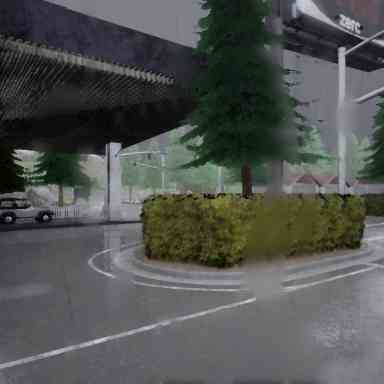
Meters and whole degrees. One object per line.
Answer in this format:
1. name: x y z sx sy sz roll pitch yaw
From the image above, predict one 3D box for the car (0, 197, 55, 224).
1. car: -11.923 1.313 23.509 3.866 1.878 1.905 0 0 -36
